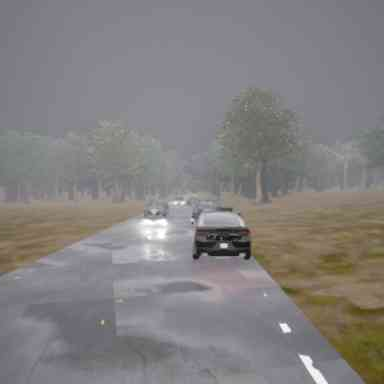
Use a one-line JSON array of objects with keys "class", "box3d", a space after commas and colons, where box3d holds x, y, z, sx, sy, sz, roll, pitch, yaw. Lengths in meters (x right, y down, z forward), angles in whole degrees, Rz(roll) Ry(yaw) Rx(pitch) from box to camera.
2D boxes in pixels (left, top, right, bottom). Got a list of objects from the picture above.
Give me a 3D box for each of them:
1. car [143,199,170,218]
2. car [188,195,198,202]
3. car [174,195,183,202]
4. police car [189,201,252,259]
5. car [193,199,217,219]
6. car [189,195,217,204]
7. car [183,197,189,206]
[{"class": "car", "box3d": [-2.961, 1.347, 28.431, 2.128, 1.511, 4.902, 0, 0, 0]}, {"class": "car", "box3d": [0.265, 1.314, 66.981, 1.895, 1.301, 4.718, 0, 0, 0]}, {"class": "car", "box3d": [-2.666, 1.290, 69.003, 1.895, 1.301, 4.718, 0, 0, 0]}, {"class": "police car", "box3d": [0.956, 1.360, 12.378, 1.930, 1.638, 5.238, 0, 0, 0]}, {"class": "car", "box3d": [1.034, 1.365, 28.270, 1.837, 1.490, 4.892, 0, 0, 0]}, {"class": "car", "box3d": [1.004, 1.237, 22.240, 2.097, 1.767, 4.553, 0, 0, 0]}, {"class": "car", "box3d": [0.189, 1.268, 48.221, 2.128, 1.511, 4.902, 0, 0, 1]}]
